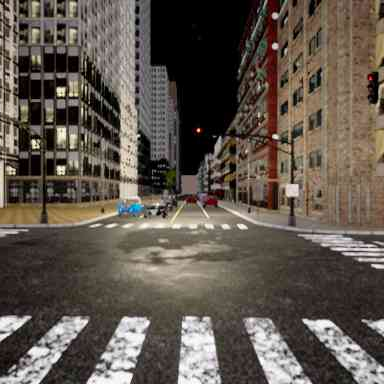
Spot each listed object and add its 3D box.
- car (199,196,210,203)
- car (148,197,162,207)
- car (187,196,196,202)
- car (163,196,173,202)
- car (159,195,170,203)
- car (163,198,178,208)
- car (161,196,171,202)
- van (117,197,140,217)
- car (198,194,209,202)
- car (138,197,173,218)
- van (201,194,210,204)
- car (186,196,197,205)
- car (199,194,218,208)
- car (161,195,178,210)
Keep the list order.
[{"bbox_3d":[2.566,1.554,69.660,2.008,1.369,4.403,0,0,0],"label":"car"},{"bbox_3d":[-5.785,1.523,52.822,1.752,1.417,4.829,0,0,0],"label":"car"},{"bbox_3d":[-0.123,1.449,70.330,1.895,1.301,4.718,0,0,0],"label":"car"},{"bbox_3d":[-5.835,1.560,80.747,2.008,1.369,4.403,0,0,0],"label":"car"},{"bbox_3d":[-5.815,1.443,69.644,1.967,1.590,4.097,0,0,0],"label":"car"},{"bbox_3d":[-3.121,1.561,49.189,1.994,1.385,4.181,0,0,1],"label":"car"},{"bbox_3d":[-5.825,1.531,75.025,1.752,1.417,4.829,0,0,0],"label":"car"},{"bbox_3d":[-5.746,1.336,30.788,1.690,1.788,3.998,0,0,0],"label":"van"},{"bbox_3d":[2.555,1.321,75.211,2.192,1.841,5.009,0,0,0],"label":"car"},{"bbox_3d":[-3.150,1.486,29.722,2.128,1.511,4.902,0,0,0],"label":"car"},{"bbox_3d":[2.575,1.342,64.110,1.690,1.788,3.998,0,0,0],"label":"van"},{"bbox_3d":[-0.103,1.477,59.877,1.882,1.535,5.008,0,0,0],"label":"car"},{"bbox_3d":[2.605,1.312,47.457,2.192,1.841,5.009,0,0,0],"label":"car"},{"bbox_3d":[-3.158,1.487,39.182,2.128,1.511,4.902,0,0,0],"label":"car"}]
